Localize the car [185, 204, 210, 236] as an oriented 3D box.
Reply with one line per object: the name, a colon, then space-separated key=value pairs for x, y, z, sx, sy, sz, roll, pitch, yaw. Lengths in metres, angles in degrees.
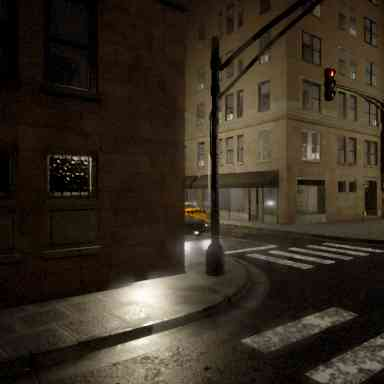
car: x=-1.331 y=1.515 z=17.726 sx=2.033 sy=1.411 sz=5.357 roll=0 pitch=0 yaw=-36
